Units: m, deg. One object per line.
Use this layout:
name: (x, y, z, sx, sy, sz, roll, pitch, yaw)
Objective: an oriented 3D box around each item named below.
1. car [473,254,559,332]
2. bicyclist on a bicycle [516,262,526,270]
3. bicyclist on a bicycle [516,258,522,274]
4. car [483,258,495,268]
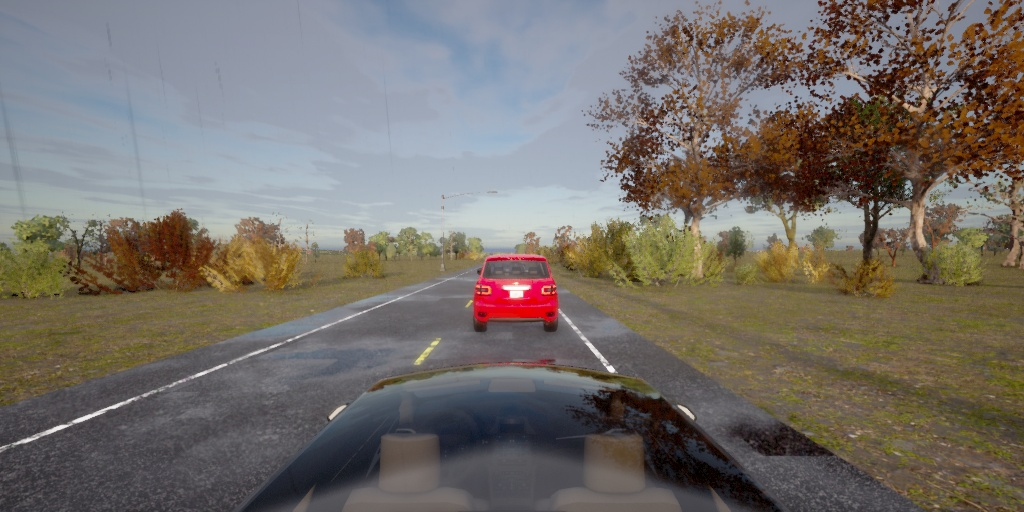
car: (0.078, 0.968, 10.969, 2.150, 2.045, 5.566, 0, 0, -1)
bicyclist on a bicycle: (0.859, 1.109, 30.148, 0.659, 1.776, 1.843, 0, 0, 0)
bicyclist on a bicycle: (0.783, 1.106, 40.161, 0.659, 1.776, 1.843, 0, 0, 0)
car: (-3.994, 1.209, 62.448, 1.882, 1.535, 5.008, 0, 0, 0)
